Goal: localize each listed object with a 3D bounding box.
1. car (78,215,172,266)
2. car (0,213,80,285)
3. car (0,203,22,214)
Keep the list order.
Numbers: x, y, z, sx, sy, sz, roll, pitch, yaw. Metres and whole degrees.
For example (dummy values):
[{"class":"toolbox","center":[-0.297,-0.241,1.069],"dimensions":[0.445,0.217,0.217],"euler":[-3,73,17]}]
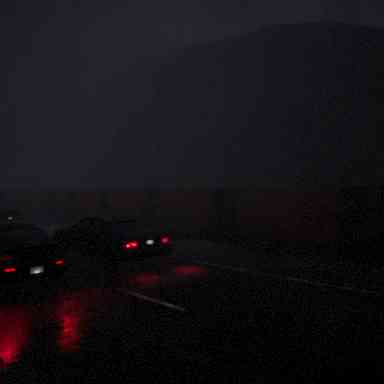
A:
[{"class":"car","center":[-2.981,1.524,11.571],"dimensions":[2.033,1.411,5.357],"euler":[0,0,-44]},{"class":"car","center":[-4.990,1.501,8.791],"dimensions":[4.674,1.442,1.812],"euler":[0,0,44]},{"class":"car","center":[-12.942,1.461,22.580],"dimensions":[1.812,1.442,4.674],"euler":[0,0,-42]}]
